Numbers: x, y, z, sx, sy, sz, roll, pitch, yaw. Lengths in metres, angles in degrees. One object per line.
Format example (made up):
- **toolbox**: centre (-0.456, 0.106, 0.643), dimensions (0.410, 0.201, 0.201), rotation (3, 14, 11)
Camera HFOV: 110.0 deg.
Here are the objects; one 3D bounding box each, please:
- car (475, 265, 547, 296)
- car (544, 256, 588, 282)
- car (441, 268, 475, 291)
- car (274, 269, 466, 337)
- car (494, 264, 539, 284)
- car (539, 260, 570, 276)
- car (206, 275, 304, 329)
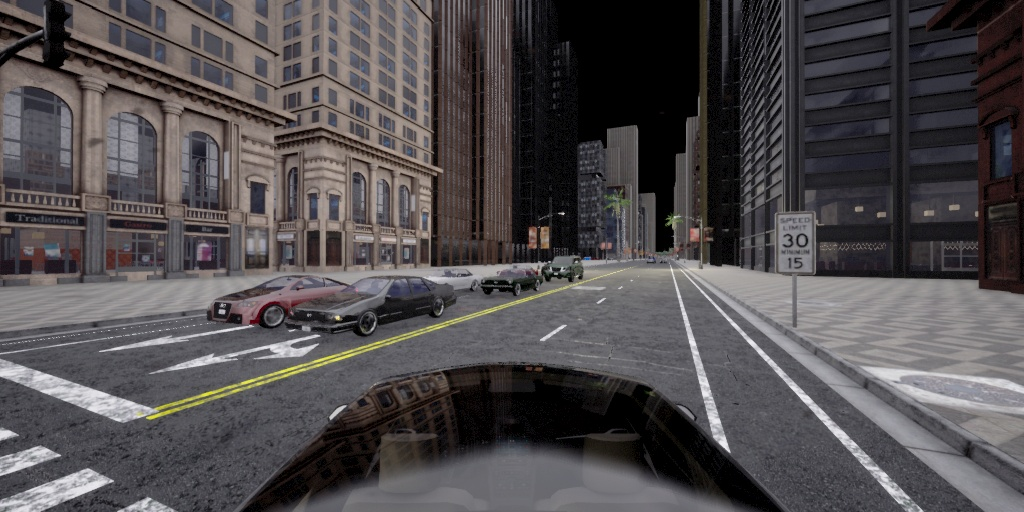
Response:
- **car**: centre (0.105, 1.358, 19.562), dimensions (1.895, 1.301, 4.718), rotation (0, 0, 24)
- **car**: centre (4.376, 0.987, 29.369), dimensions (2.150, 2.045, 5.566), rotation (0, 0, 23)
- **car**: centre (-3.481, 1.357, 19.468), dimensions (1.895, 1.301, 4.718), rotation (0, 0, 24)
- **car**: centre (-3.721, 1.299, 10.770), dimensions (2.033, 1.411, 5.357), rotation (0, 0, 24)
- **car**: centre (0.495, 1.364, 28.602), dimensions (1.895, 1.301, 4.718), rotation (0, 0, 24)
- **car**: centre (4.601, 1.251, 37.946), dimensions (1.882, 1.535, 5.008), rotation (0, 0, 24)
- **car**: centre (-6.972, 1.316, 11.433), dimensions (1.994, 1.385, 4.181), rotation (0, 0, 24)
